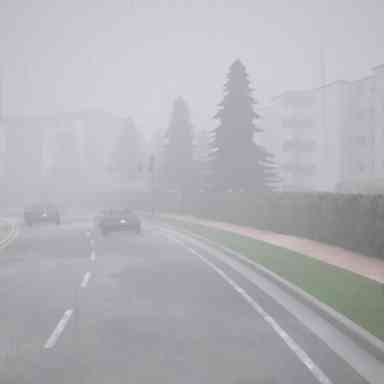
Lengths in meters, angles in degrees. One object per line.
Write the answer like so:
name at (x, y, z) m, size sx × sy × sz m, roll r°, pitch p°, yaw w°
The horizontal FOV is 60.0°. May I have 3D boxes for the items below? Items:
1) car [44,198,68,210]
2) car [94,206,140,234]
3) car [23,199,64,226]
car at (-14.545, 1.341, 33.831) m, size 5.357 × 1.411 × 2.033 m, roll 0°, pitch 1°, yaw 45°
car at (-4.240, 1.445, 18.494) m, size 1.994 × 1.385 × 4.181 m, roll 0°, pitch 0°, yaw -23°
car at (-10.311, 1.426, 22.667) m, size 1.994 × 1.385 × 4.181 m, roll 0°, pitch 0°, yaw -31°
